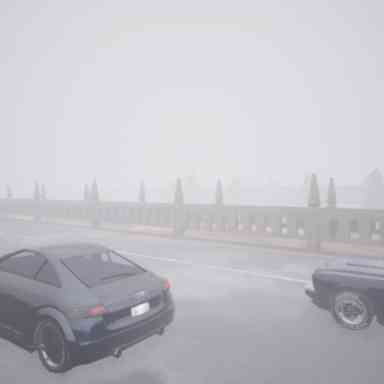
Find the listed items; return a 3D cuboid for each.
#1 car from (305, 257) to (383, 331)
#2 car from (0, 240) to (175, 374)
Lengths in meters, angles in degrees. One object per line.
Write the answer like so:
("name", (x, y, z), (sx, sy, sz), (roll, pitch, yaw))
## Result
("car", (4.329, 1.603, 5.200), (4.718, 1.301, 1.895), (0, 0, 36))
("car", (-2.327, 1.543, 5.650), (4.181, 1.385, 1.994), (0, 0, 36))
